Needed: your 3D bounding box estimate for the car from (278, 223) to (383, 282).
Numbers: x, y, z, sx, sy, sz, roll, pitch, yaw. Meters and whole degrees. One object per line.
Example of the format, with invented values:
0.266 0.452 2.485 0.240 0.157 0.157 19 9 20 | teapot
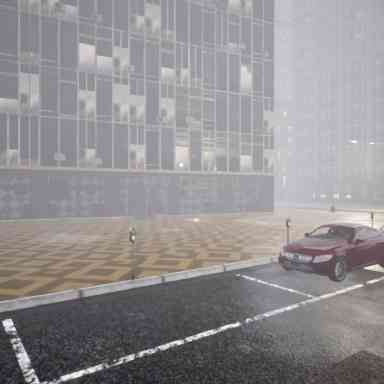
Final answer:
4.325 1.579 9.657 4.206 1.307 1.802 0 0 -36 | car
